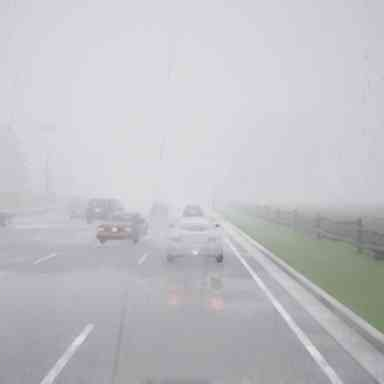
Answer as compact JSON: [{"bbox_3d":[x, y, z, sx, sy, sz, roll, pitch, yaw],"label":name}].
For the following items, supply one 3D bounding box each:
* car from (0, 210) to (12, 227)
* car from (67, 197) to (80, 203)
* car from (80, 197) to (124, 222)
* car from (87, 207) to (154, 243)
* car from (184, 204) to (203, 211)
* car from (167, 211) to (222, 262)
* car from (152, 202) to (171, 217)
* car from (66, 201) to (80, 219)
[{"bbox_3d":[-13.898,1.578,21.858,2.097,1.767,4.553,0,-1,0],"label":"car"},{"bbox_3d":[-13.923,1.652,41.834,2.150,2.045,5.566,0,-1,0],"label":"car"},{"bbox_3d":[-6.892,1.502,26.951,2.150,2.045,5.566,0,0,0],"label":"car"},{"bbox_3d":[-3.395,1.724,17.065,2.033,1.411,5.357,0,-1,0],"label":"car"},{"bbox_3d":[0.110,1.907,33.224,1.994,1.385,4.181,0,-1,0],"label":"car"},{"bbox_3d":[0.104,1.656,12.577,1.812,1.442,4.674,0,0,0],"label":"car"},{"bbox_3d":[-3.445,1.885,36.846,1.837,1.490,4.892,0,0,1],"label":"car"},{"bbox_3d":[-10.390,1.902,32.739,1.994,1.385,4.181,0,-1,0],"label":"car"}]
